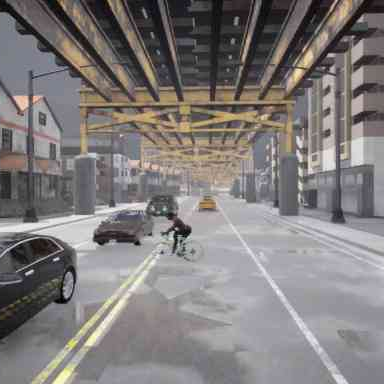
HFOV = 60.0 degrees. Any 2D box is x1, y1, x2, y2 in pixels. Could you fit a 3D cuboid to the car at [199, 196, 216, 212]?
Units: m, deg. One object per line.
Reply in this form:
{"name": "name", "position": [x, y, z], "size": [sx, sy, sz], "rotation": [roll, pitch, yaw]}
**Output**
{"name": "car", "position": [1.772, 1.391, 38.194], "size": [1.882, 1.535, 5.008], "rotation": [0, 0, 3]}

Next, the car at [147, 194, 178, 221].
{"name": "car", "position": [-2.387, 1.197, 27.764], "size": [2.150, 2.045, 5.566], "rotation": [0, 0, 3]}

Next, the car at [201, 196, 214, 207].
{"name": "car", "position": [2.237, 1.316, 48.590], "size": [1.837, 1.490, 4.892], "rotation": [0, 1, 3]}

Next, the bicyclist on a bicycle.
{"name": "bicyclist on a bicycle", "position": [-0.481, 1.455, 10.609], "size": [1.656, 1.620, 0.582], "rotation": [-2, 0, 3]}

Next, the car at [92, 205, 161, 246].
{"name": "car", "position": [-2.976, 1.547, 15.726], "size": [2.033, 1.411, 5.357], "rotation": [0, 0, 3]}

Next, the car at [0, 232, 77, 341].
{"name": "car", "position": [-3.473, 1.505, 5.412], "size": [1.837, 1.490, 4.892], "rotation": [0, 0, 2]}
